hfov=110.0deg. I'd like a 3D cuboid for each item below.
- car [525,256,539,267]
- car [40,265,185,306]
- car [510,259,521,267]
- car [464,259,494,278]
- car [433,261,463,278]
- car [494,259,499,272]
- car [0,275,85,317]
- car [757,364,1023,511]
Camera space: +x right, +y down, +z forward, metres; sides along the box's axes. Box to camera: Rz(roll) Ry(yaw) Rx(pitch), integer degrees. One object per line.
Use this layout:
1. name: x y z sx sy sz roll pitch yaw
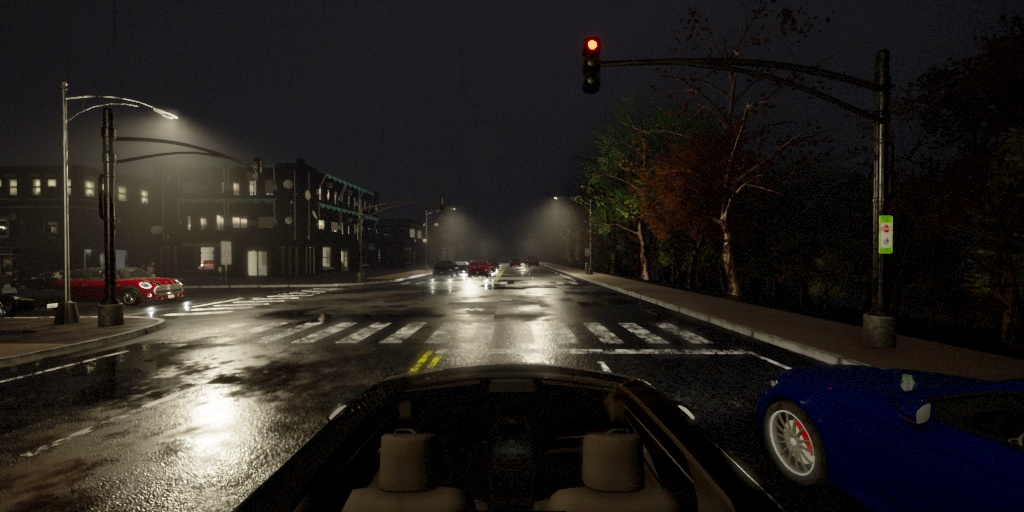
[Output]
1. car: 3.853 1.204 64.701 1.882 1.535 5.008 0 0 1
2. car: -17.989 1.302 16.539 4.553 1.767 2.097 -1 1 0
3. car: 0.602 1.232 64.731 1.837 1.490 4.892 0 0 0
4. car: -3.074 1.217 34.580 1.882 1.535 5.008 0 0 1
5. car: -6.330 1.217 34.738 1.882 1.535 5.008 0 0 1
6. car: -2.994 1.261 44.641 1.812 1.442 4.674 0 0 1
7. car: -19.854 1.565 13.822 4.313 1.339 1.948 0 0 1
8. car: 3.355 1.276 1.635 1.812 1.442 4.674 0 0 1
